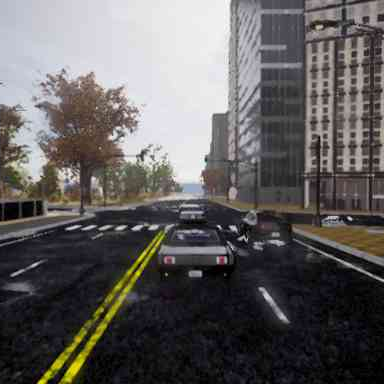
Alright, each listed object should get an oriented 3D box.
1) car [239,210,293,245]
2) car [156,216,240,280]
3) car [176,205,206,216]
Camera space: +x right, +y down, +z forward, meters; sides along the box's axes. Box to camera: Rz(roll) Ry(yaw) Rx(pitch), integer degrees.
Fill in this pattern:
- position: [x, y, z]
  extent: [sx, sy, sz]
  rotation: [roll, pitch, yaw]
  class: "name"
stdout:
- position: [3.348, 1.552, 15.619]
  extent: [1.812, 1.442, 4.674]
  rotation: [0, 0, 0]
  class: "car"
- position: [0.090, 1.617, 9.951]
  extent: [1.895, 1.301, 4.718]
  rotation: [0, 0, 0]
  class: "car"
- position: [-0.073, 1.587, 22.713]
  extent: [2.033, 1.411, 5.357]
  rotation: [0, 0, -3]
  class: "car"
